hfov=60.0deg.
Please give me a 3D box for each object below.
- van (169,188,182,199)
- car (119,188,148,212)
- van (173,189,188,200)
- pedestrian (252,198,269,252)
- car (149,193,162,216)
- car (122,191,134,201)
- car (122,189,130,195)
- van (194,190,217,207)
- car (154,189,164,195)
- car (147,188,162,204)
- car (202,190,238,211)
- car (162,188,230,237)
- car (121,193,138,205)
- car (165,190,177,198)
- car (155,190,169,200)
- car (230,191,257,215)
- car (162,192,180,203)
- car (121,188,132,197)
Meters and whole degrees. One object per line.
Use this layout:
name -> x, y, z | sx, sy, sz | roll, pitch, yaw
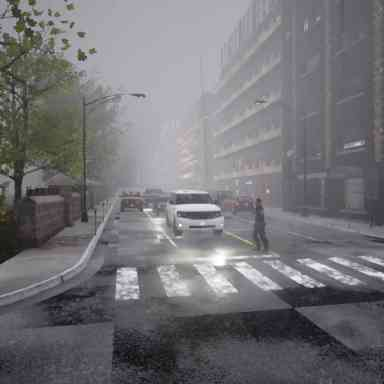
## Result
van -> -2.991, 0.268, 59.425 | 1.690, 1.788, 3.998 | 1, 1, -12
car -> -5.590, 0.779, 30.687 | 2.192, 1.841, 5.009 | 1, 1, -12
van -> -1.870, 0.366, 54.018 | 1.690, 1.788, 3.998 | 1, 1, -12
pedestrian -> 2.287, 1.099, 11.280 | 0.375, 1.860, 0.375 | 1, 0, -12
car -> -2.137, 1.055, 26.714 | 1.812, 1.442, 4.674 | 0, 1, -12
car -> -10.044, 0.602, 52.154 | 1.752, 1.417, 4.829 | 1, 1, -12
car -> -17.926, -0.044, 90.174 | 1.947, 1.339, 4.313 | 1, 1, -12
van -> 1.493, 0.658, 37.794 | 1.690, 1.788, 3.998 | 1, 1, -12
car -> -8.600, 0.005, 86.466 | 1.947, 1.339, 4.313 | 1, 1, -12
car -> -4.282, 0.563, 37.114 | 2.150, 2.045, 5.566 | 0, 1, -11
car -> 2.614, 0.730, 32.386 | 2.192, 1.841, 5.009 | 1, 1, -12
car -> -0.042, 0.930, 16.766 | 2.150, 2.045, 5.566 | 0, 1, -10
car -> -7.837, 0.834, 41.506 | 1.947, 1.339, 4.313 | 1, 1, -12
car -> -4.149, 0.352, 65.001 | 1.752, 1.417, 4.829 | 1, 1, -12
car -> -5.095, 0.495, 56.241 | 1.837, 1.490, 4.892 | 0, 1, -12
car -> 3.734, 0.952, 26.981 | 1.967, 1.590, 4.097 | 1, 1, -12
car -> -3.038, 0.765, 46.593 | 1.895, 1.301, 4.718 | 0, 1, -11
car -> -14.559, -0.002, 73.948 | 2.192, 1.841, 5.009 | 1, 1, -12
